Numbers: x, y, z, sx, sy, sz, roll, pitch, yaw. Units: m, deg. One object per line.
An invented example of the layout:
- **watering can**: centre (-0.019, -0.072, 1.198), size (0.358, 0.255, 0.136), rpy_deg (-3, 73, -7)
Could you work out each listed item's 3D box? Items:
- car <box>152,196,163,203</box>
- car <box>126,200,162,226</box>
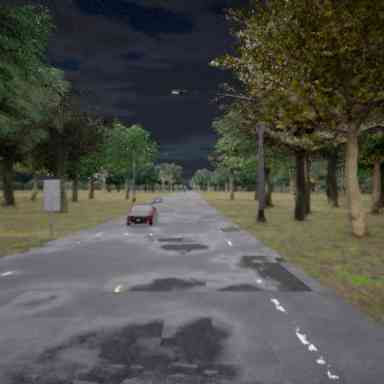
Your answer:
- **car**: centre (-6.817, 1.593, 66.480), size (2.128, 1.511, 4.902), rpy_deg (0, 0, -5)
- **car**: centre (-3.628, 1.636, 24.869), size (1.882, 1.535, 5.008), rpy_deg (0, 0, 0)
